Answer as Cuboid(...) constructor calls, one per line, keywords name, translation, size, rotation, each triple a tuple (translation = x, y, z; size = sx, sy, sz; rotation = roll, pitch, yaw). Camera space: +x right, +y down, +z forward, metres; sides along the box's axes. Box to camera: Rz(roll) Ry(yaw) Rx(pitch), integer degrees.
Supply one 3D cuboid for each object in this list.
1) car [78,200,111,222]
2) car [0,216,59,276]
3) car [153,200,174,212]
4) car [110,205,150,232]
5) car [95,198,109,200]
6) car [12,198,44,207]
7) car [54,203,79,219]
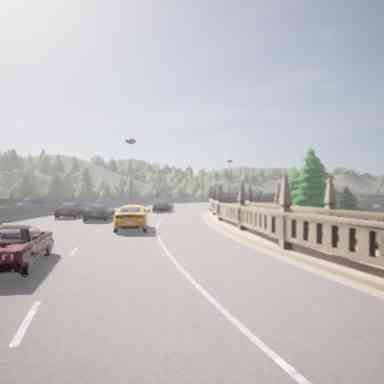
Cuboid(name="car", translation=(-7.599, 1.662, 27.604), size=(1.994, 1.385, 4.181), rotation=(0, 0, -2))
Cuboid(name="car", translation=(-5.578, 1.642, 10.213), size=(1.895, 1.301, 4.718), rotation=(0, 0, -13))
Cuboid(name="car", translation=(-3.404, 1.680, 40.229), size=(1.994, 1.385, 4.181), rotation=(0, 0, 7))
Cuboid(name="car", translation=(-3.683, 1.542, 20.716), size=(1.882, 1.535, 5.008), rotation=(0, 0, -6))
Cuboid(name="car", translation=(-14.972, 1.759, 54.672), size=(2.128, 1.511, 4.902), rotation=(-1, 0, 15))
Cuboid(name="car", translation=(-20.909, 1.585, 42.559), size=(2.097, 1.767, 4.553), rotation=(0, 0, 8))
Cuboid(name="car", translation=(-11.083, 1.690, 30.858), size=(1.994, 1.385, 4.181), rotation=(0, 0, 1))
